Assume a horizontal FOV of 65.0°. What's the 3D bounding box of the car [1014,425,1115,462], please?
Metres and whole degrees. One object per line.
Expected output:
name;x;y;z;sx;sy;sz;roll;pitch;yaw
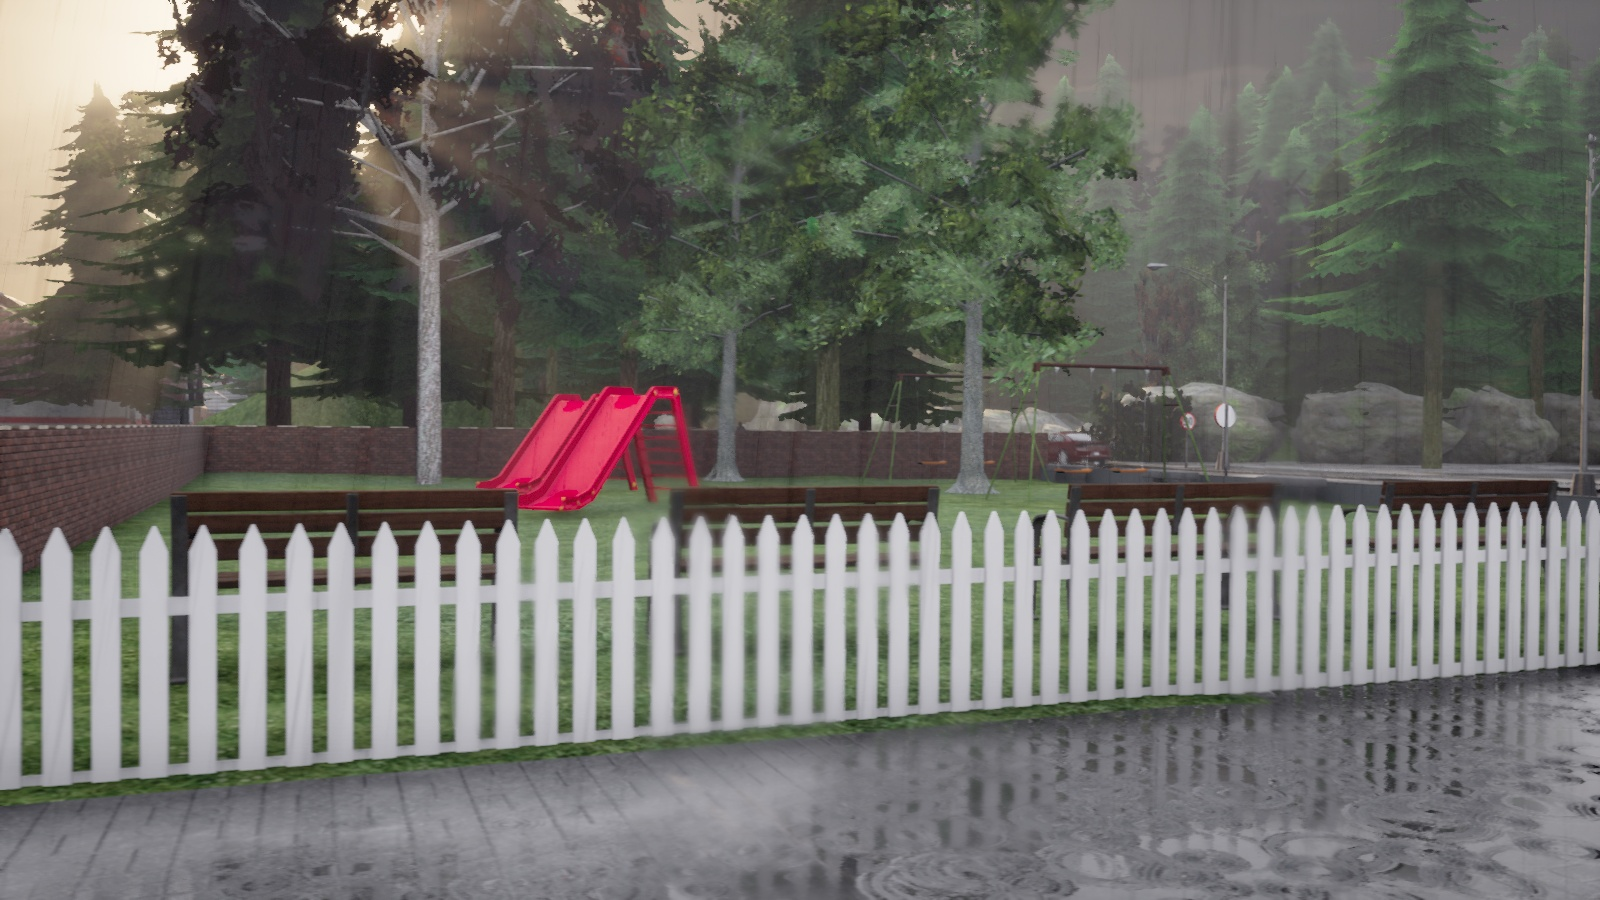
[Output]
car;11.414;-0.306;54.664;1.882;1.535;5.008;-1;1;-21
